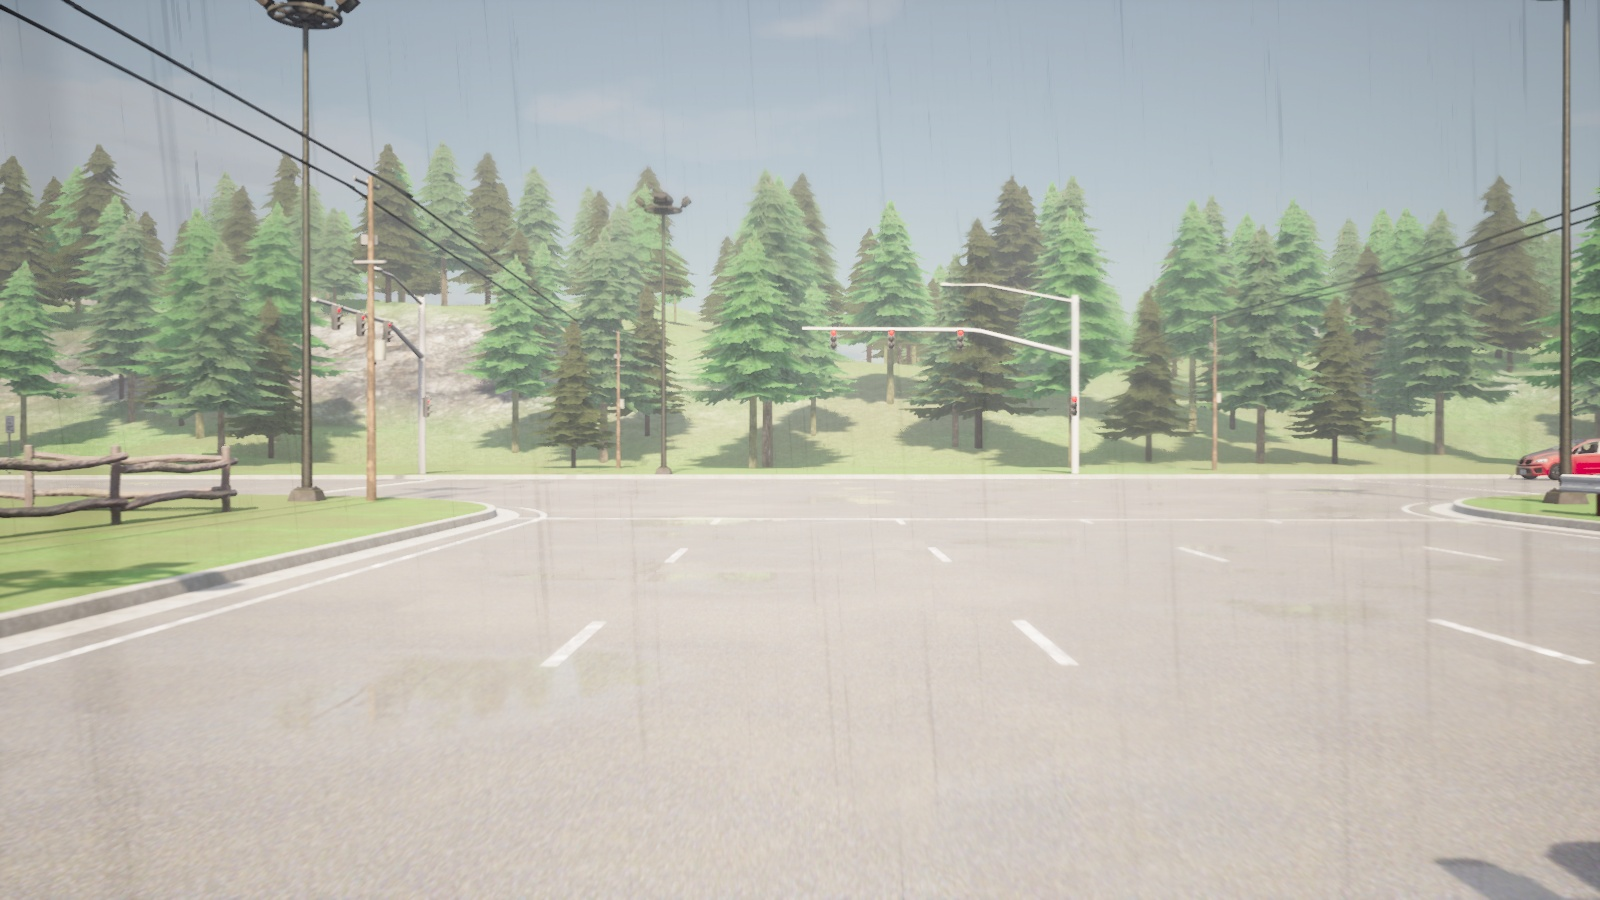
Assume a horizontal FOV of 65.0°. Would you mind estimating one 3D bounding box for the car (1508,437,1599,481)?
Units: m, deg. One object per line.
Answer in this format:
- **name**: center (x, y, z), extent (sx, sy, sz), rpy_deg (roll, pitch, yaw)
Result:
- **car**: center (30.778, 0.337, 49.385), extent (4.611, 1.667, 2.242), rpy_deg (0, 0, 1)
